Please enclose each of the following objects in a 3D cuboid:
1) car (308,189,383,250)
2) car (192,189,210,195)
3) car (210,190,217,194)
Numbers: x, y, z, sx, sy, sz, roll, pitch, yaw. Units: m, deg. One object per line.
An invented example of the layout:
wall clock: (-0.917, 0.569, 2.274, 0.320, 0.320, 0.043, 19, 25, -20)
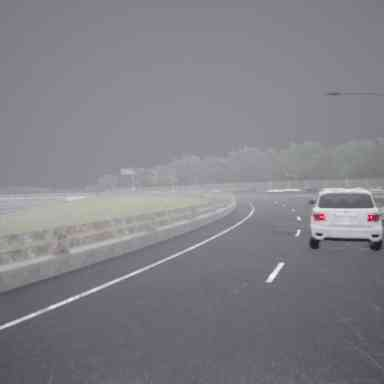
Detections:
car: (5.727, 0.899, 12.815, 2.150, 2.045, 5.566, -1, 1, 21)
car: (2.427, 0.339, 88.483, 1.994, 1.385, 4.181, -2, 1, -23)
car: (5.311, 0.232, 90.702, 1.994, 1.385, 4.181, -2, 1, -23)
